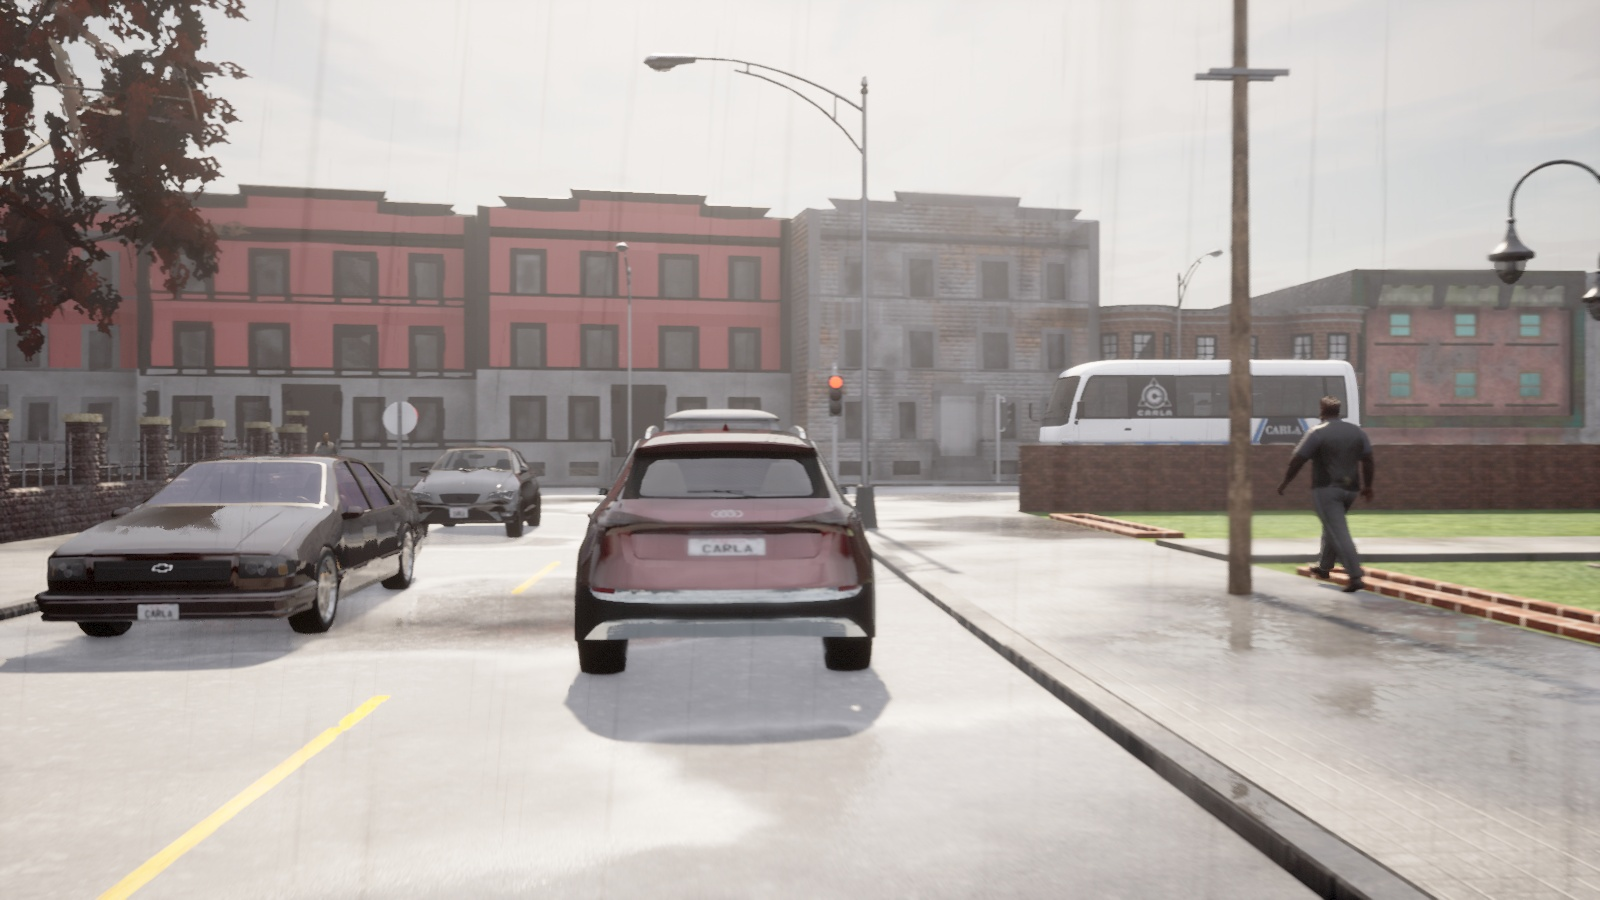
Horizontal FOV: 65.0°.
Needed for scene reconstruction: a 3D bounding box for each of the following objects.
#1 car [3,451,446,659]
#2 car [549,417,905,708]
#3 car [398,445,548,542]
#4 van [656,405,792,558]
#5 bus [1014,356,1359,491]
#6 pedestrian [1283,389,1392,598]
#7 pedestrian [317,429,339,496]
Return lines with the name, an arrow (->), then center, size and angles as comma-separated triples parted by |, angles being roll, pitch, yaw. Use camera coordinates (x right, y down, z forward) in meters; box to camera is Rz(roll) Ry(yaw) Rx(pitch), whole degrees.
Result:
car -> -4.777, 0.732, 11.487 | 2.033, 1.411, 5.357 | 0, 0, -6
car -> -0.569, 0.626, 9.614 | 2.033, 1.649, 4.856 | 0, 0, -4
car -> -5.400, 0.647, 21.224 | 1.816, 1.474, 4.193 | 0, 0, -6
van -> -1.133, 0.401, 18.667 | 1.775, 1.987, 4.442 | 0, 0, -4
bus -> 12.667, -0.846, 41.882 | 10.273, 4.253, 3.944 | 0, 0, -4
pedestrian -> 5.036, 0.393, 11.797 | 0.563, 1.883, 0.849 | 0, 0, -10
pedestrian -> -13.026, 0.342, 34.677 | 0.540, 1.848, 0.694 | 0, 0, -23
